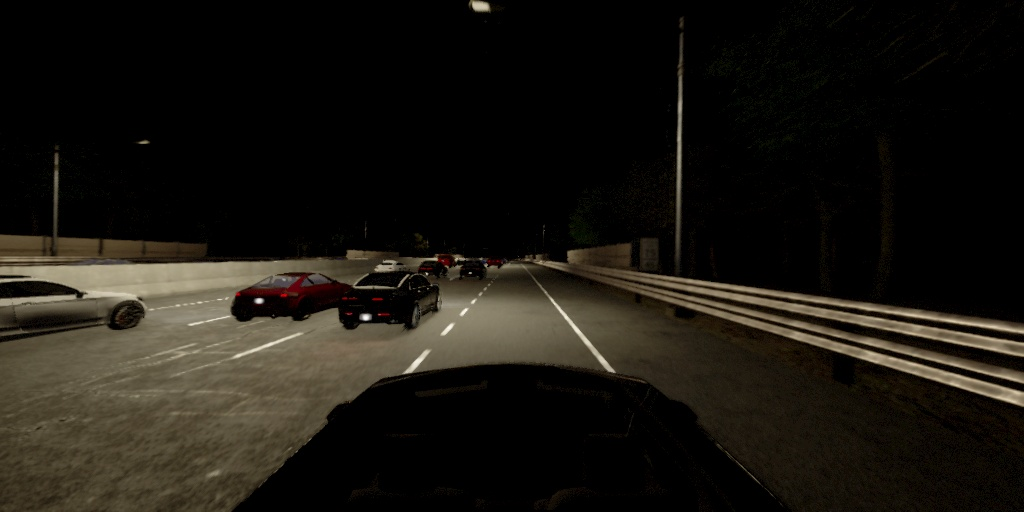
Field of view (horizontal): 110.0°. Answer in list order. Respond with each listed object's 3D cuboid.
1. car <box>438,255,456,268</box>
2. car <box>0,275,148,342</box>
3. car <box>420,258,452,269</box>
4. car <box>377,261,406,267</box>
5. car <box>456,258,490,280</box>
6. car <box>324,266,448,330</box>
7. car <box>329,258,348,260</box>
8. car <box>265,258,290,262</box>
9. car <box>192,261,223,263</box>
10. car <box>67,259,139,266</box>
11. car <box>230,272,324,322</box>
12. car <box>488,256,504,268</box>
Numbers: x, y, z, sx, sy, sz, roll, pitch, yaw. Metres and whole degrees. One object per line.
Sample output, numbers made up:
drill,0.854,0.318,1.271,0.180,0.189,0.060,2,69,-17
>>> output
car,-10.031,0.875,54.913,2.150,2.045,5.566,1,0,1
car,-10.487,1.116,7.412,1.812,1.442,4.674,1,0,1
car,-6.763,1.167,30.769,1.837,1.490,4.892,1,0,1
car,-10.264,1.131,30.798,1.812,1.442,4.674,1,0,1
car,-3.263,1.192,30.744,1.882,1.535,5.008,1,0,1
car,-3.454,1.207,10.947,1.837,1.490,4.892,1,0,1
car,-20.690,0.935,42.536,1.882,1.535,5.008,1,0,1
car,-27.691,0.912,42.317,1.994,1.385,4.181,1,0,1
car,-20.904,1.002,24.363,1.994,1.385,4.181,1,0,1
car,-27.899,0.877,24.417,2.033,1.411,5.357,1,0,1
car,-6.946,1.211,11.870,1.994,1.385,4.181,1,0,1
car,-2.971,1.007,60.847,2.150,2.045,5.566,1,0,1
